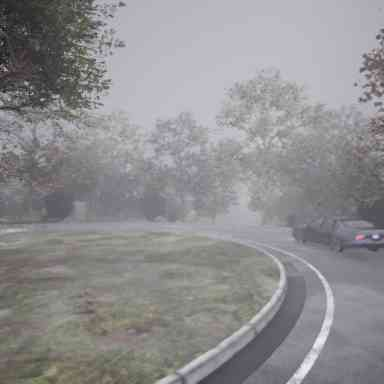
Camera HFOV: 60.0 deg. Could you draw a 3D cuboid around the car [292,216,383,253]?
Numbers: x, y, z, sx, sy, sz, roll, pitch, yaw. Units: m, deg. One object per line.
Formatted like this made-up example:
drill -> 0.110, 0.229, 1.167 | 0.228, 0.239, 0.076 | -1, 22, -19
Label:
car -> 6.443, 1.775, 14.893 | 2.033, 1.411, 5.357 | -1, -1, -10
